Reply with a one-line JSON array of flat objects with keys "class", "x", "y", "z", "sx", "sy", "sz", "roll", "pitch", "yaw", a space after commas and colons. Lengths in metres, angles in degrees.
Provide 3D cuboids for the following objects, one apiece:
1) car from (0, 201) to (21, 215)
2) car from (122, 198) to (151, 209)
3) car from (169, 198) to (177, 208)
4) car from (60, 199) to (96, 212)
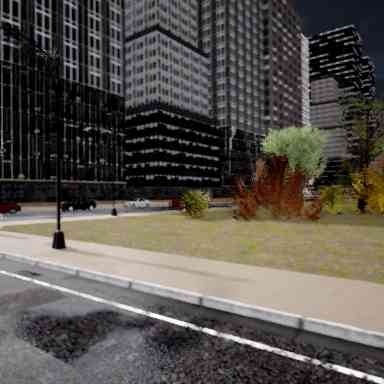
[{"class": "car", "x": -19.735, "y": 1.616, "z": 33.508, "sx": 1.812, "sy": 1.442, "sz": 4.674, "roll": -1, "pitch": -1, "yaw": 37}, {"class": "car", "x": -8.087, "y": 1.639, "z": 48.929, "sx": 1.812, "sy": 1.442, "sz": 4.674, "roll": -1, "pitch": -1, "yaw": 37}, {"class": "car", "x": -1.372, "y": 1.546, "z": 46.730, "sx": 1.812, "sy": 1.442, "sz": 4.674, "roll": -1, "pitch": -1, "yaw": 37}, {"class": "car", "x": -14.123, "y": 1.607, "z": 40.948, "sx": 1.837, "sy": 1.490, "sz": 4.892, "roll": -1, "pitch": -1, "yaw": 37}]
